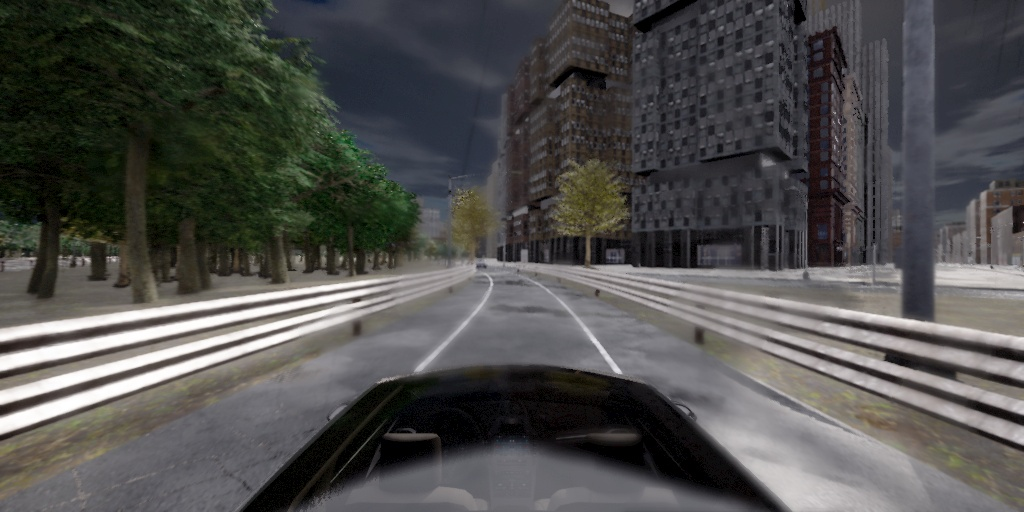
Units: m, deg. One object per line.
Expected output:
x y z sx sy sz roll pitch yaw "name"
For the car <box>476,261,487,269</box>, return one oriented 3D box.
-5.782 1.571 63.287 1.895 1.301 4.718 0 0 -17 "car"
